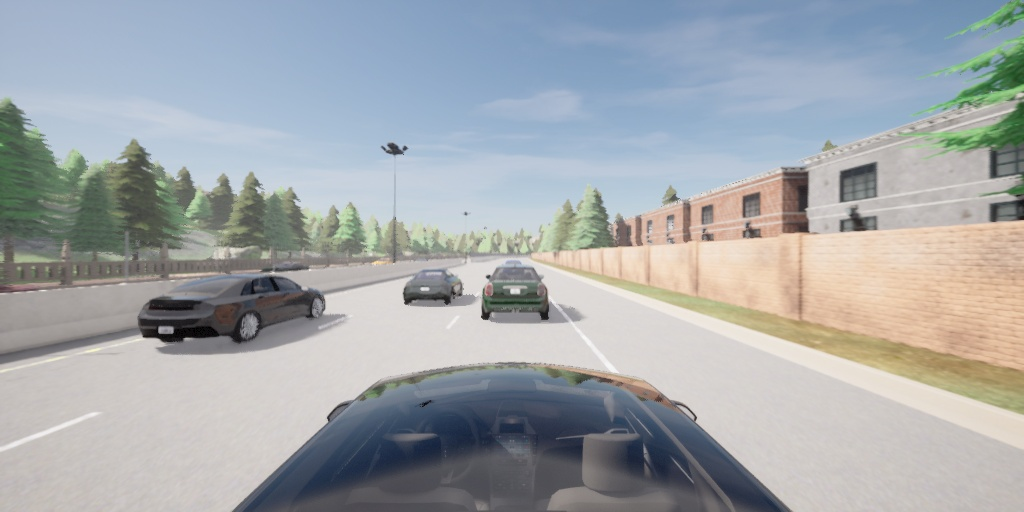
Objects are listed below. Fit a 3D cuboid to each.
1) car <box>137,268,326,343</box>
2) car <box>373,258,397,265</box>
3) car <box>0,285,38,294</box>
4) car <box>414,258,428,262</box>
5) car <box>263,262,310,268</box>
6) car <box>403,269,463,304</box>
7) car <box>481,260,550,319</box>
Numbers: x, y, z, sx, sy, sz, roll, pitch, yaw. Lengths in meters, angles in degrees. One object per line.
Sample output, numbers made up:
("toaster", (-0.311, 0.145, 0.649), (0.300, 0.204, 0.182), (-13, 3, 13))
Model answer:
("car", (-6.898, 1.225, 9.572), (1.837, 1.490, 4.892), (0, 0, 0))
("car", (-17.522, 1.045, 49.573), (1.882, 1.535, 5.008), (0, 0, 1))
("car", (-14.096, 1.204, 7.844), (1.882, 1.535, 5.008), (0, 0, 0))
("car", (-14.003, 1.072, 55.430), (1.812, 1.442, 4.674), (0, 0, 0))
("car", (-21.055, 1.229, 33.519), (1.895, 1.301, 4.718), (0, 0, 0))
("car", (-3.399, 1.259, 16.019), (1.994, 1.385, 4.181), (0, 0, 0))
("car", (0.099, 1.060, 12.749), (2.097, 1.767, 4.553), (0, 0, 0))
